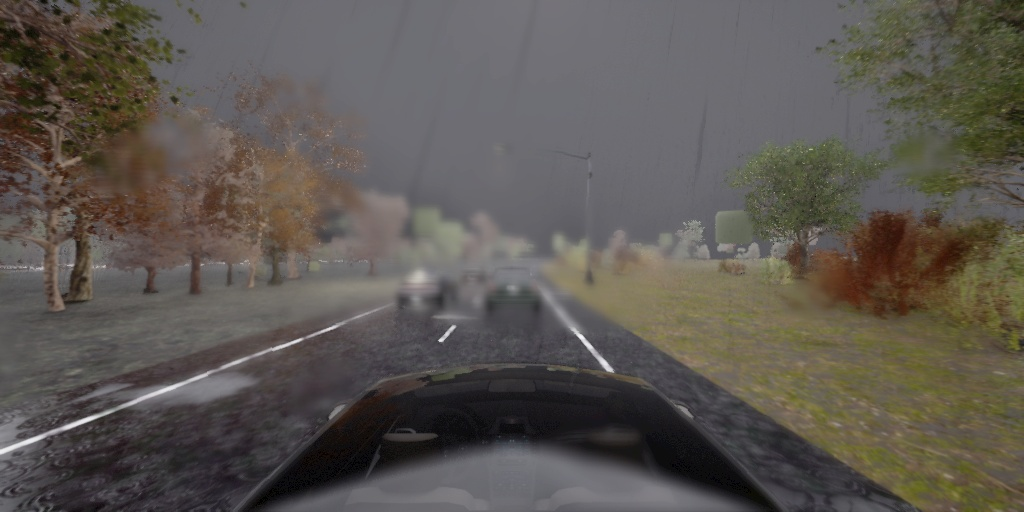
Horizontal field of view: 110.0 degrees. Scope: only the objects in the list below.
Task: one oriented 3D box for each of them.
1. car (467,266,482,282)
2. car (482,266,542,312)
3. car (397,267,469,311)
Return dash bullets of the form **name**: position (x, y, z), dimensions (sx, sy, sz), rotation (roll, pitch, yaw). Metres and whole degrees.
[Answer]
- **car**: position (-3.051, 1.559, 30.370), dimensions (1.837, 1.490, 4.892), rotation (0, 0, 2)
- **car**: position (0.110, 1.243, 15.244), dimensions (2.097, 1.767, 4.553), rotation (0, -1, 1)
- **car**: position (-3.390, 1.387, 15.355), dimensions (2.128, 1.511, 4.902), rotation (0, 0, 1)
